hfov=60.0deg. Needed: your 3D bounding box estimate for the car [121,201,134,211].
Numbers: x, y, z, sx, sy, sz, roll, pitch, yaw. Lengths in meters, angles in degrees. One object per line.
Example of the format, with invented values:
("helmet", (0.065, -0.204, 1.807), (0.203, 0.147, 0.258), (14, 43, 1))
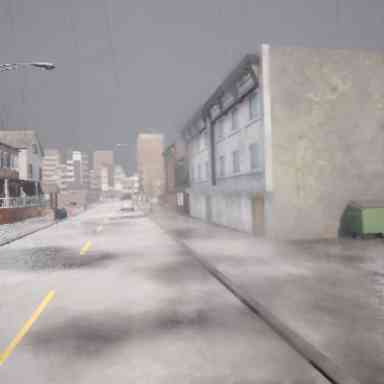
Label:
("car", (-9.629, 2.005, 49.593), (1.812, 1.442, 4.674), (-2, 0, -10))
